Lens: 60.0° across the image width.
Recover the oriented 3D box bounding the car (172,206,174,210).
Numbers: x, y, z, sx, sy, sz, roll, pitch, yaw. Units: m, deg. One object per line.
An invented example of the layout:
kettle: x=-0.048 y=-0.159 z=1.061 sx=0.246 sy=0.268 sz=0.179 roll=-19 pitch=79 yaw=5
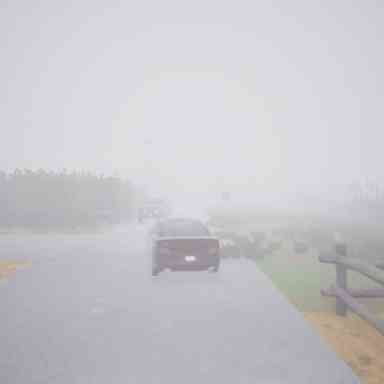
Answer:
car: x=-3.175 y=1.928 z=38.337 sx=1.895 sy=1.301 sz=4.718 roll=0 pitch=0 yaw=0

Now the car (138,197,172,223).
car: x=-3.188 y=1.464 z=28.299 sx=2.150 sy=2.045 sz=5.566 roll=0 pitch=0 yaw=0

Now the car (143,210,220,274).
car: x=-0.485 y=1.573 z=11.012 sx=1.882 sy=1.535 sz=5.008 roll=1 pitch=0 yaw=-10
